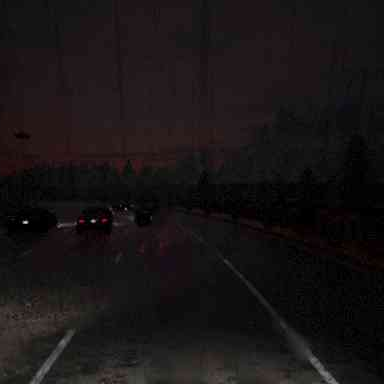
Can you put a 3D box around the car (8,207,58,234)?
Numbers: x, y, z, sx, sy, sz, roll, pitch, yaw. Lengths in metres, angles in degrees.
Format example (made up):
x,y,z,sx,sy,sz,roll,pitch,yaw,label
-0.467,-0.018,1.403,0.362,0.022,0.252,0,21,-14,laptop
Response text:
x,y,z,sx,sy,sz,roll,pitch,yaw,label
-9.360,1.601,19.831,1.994,1.385,4.181,0,0,-12,car

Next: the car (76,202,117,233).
x,y,z,sx,sy,sz,roll,pitch,yaw,label
-5.685,1.568,19.769,2.033,1.411,5.357,0,0,-12,car

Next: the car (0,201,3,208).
x,y,z,sx,sy,sz,roll,pitch,yaw,label
-28.650,1.739,48.191,1.994,1.385,4.181,0,0,-32,car

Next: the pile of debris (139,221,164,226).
x,y,z,sx,sy,sz,roll,pitch,yaw,label
-2.815,2.183,23.072,1.500,0.140,1.860,0,0,-13,pile of debris

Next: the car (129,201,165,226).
x,y,z,sx,sy,sz,roll,pitch,yaw,label
-3.116,1.497,23.753,2.128,1.511,4.902,0,0,-13,car

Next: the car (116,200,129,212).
x,y,z,sx,sy,sz,roll,pitch,yaw,label
-8.354,1.633,39.752,1.895,1.301,4.718,0,0,-23,car
